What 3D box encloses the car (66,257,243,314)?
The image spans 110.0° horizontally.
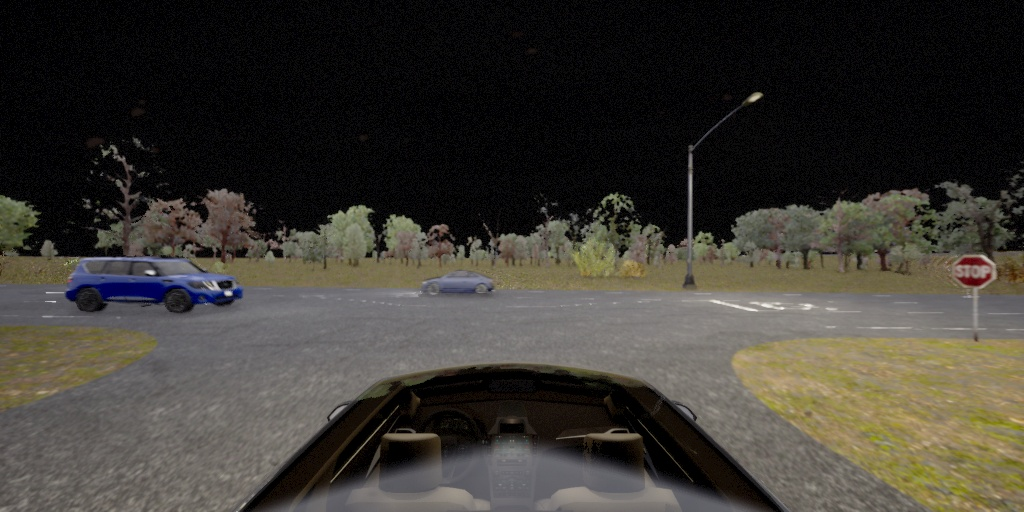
[{"bbox_3d":[-13.766,1.070,13.973,5.566,2.045,2.150,1,0,1],"label":"car"}]

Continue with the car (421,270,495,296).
[{"bbox_3d":[-3.048,1.521,20.717,4.181,1.385,1.994,0,0,1],"label":"car"}]
